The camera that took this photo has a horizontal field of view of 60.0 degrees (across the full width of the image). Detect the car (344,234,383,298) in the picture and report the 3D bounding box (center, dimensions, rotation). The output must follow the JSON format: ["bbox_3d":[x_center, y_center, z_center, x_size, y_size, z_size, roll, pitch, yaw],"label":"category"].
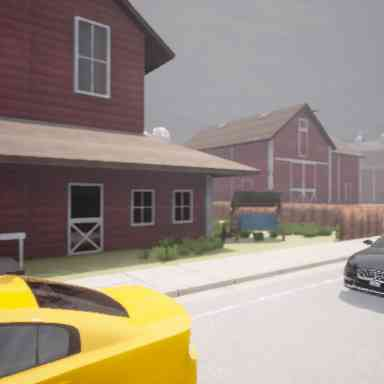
[{"bbox_3d":[5.584,1.566,8.015,4.892,1.490,1.837,0,0,-36],"label":"car"}]

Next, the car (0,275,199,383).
[{"bbox_3d":[-2.271,1.482,2.359,5.008,1.535,1.882,1,0,-36],"label":"car"}]
